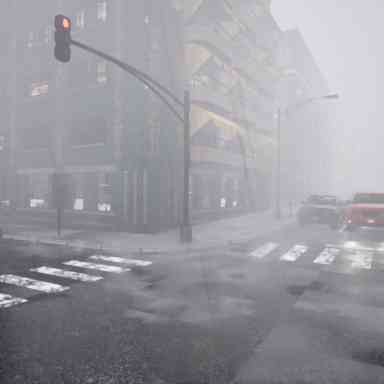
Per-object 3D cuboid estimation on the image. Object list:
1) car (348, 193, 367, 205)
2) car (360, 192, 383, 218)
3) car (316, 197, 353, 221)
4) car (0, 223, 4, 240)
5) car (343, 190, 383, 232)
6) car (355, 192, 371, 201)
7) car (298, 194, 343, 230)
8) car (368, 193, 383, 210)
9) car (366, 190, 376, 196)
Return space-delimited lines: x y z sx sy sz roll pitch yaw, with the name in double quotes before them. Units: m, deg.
"car" 21.700 0.886 43.510 1.947 1.339 4.313 2 2 30
"car" 14.565 0.960 26.097 2.097 1.767 4.553 1 1 31
"car" 10.471 1.183 24.263 1.887 1.381 4.507 2 2 30
"car" -10.065 1.578 14.761 4.206 1.307 1.802 0 0 31
"car" 9.698 0.966 17.856 2.150 2.045 5.566 1 1 30
"car" 27.313 0.727 53.133 1.947 1.339 4.313 2 2 30
"car" 7.667 1.034 19.446 2.192 1.841 5.009 2 2 30
"car" 19.698 0.956 34.762 2.128 1.511 4.902 1 1 30
"car" 44.155 0.269 82.003 1.802 1.307 4.206 2 2 30
